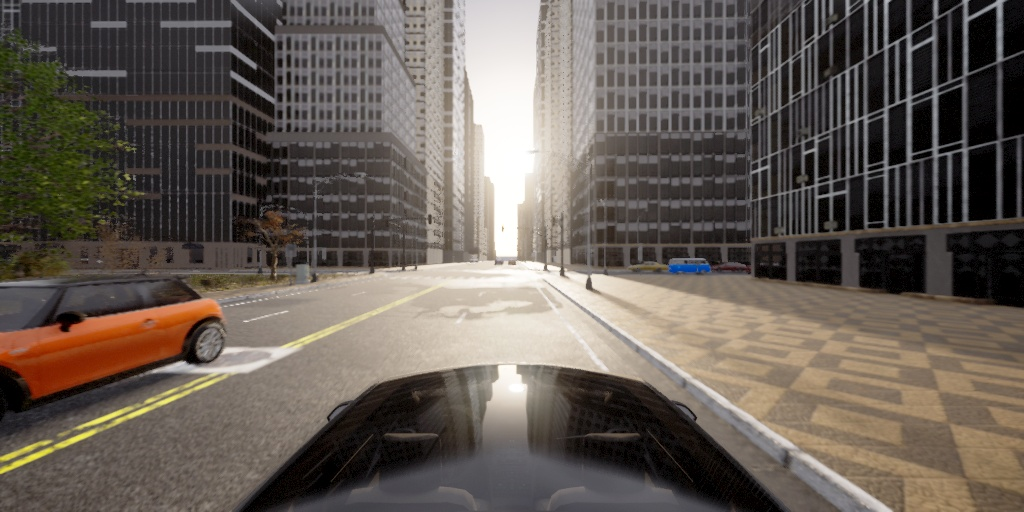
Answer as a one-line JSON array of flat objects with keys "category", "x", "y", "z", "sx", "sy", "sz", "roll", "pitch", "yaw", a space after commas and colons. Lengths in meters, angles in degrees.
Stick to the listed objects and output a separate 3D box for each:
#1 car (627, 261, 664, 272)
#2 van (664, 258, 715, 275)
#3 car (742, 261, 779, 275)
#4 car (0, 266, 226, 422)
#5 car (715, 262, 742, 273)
[{"category": "car", "x": 17.084, "y": 1.326, "z": 45.347, "sx": 4.829, "sy": 1.417, "sz": 1.751, "roll": 0, "pitch": 0, "yaw": 2}, {"category": "van", "x": 18.355, "y": 1.143, "z": 37.175, "sx": 3.998, "sy": 1.789, "sz": 1.690, "roll": 0, "pitch": 0, "yaw": 2}, {"category": "car", "x": 26.634, "y": 1.247, "z": 36.988, "sx": 4.097, "sy": 1.591, "sz": 1.967, "roll": 0, "pitch": 0, "yaw": 2}, {"category": "car", "x": -6.600, "y": 1.100, "z": 5.014, "sx": 2.097, "sy": 1.767, "sz": 4.553, "roll": 0, "pitch": 0, "yaw": 0}, {"category": "car", "x": 26.918, "y": 1.389, "z": 44.863, "sx": 4.207, "sy": 1.307, "sz": 1.802, "roll": 0, "pitch": 0, "yaw": 2}]
